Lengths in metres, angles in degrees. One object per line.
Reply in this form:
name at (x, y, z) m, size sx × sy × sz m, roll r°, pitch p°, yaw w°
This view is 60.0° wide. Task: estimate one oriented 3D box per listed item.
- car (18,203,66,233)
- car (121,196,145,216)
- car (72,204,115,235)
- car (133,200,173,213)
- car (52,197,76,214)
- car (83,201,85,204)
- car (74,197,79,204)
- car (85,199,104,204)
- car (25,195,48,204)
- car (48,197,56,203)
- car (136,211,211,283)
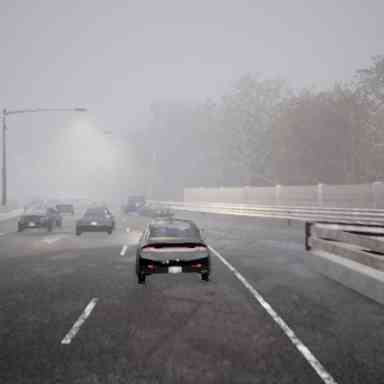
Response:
car at (-9.413, 1.646, 20.808) m, size 1.812 × 1.442 × 4.674 m, roll 0°, pitch 0°, yaw -12°
car at (-6.177, 1.409, 35.196) m, size 2.150 × 2.045 × 5.566 m, roll 0°, pitch 0°, yaw -18°
car at (-5.661, 1.675, 19.870) m, size 1.994 × 1.385 × 4.181 m, roll 0°, pitch 0°, yaw -11°
car at (-3.408, 1.717, 30.471) m, size 2.033 × 1.411 × 5.357 m, roll 0°, pitch 0°, yaw -27°
car at (-14.459, 1.692, 37.593) m, size 1.882 × 1.535 × 5.008 m, roll 0°, pitch 0°, yaw -21°
car at (-18.319, 1.939, 60.319) m, size 1.895 × 1.301 × 4.718 m, roll 0°, pitch 0°, yaw -33°
car at (-25.302, 1.777, 70.060) m, size 1.812 × 1.442 × 4.674 m, roll 0°, pitch 0°, yaw -41°
car at (-10.384, 1.769, 36.650) m, size 1.994 × 1.385 × 4.181 m, roll 0°, pitch 0°, yaw -20°
car at (-30.732, 1.763, 65.643) m, size 2.128 × 1.511 × 4.902 m, roll 0°, pitch 0°, yaw -41°
car at (-28.017, 1.769, 67.851) m, size 1.812 × 1.442 × 4.674 m, roll 0°, pitch 0°, yaw -41°
car at (-0.612, 1.546, 9.901) m, size 2.128 × 1.511 × 4.902 m, roll 0°, pitch 0°, yaw -5°
